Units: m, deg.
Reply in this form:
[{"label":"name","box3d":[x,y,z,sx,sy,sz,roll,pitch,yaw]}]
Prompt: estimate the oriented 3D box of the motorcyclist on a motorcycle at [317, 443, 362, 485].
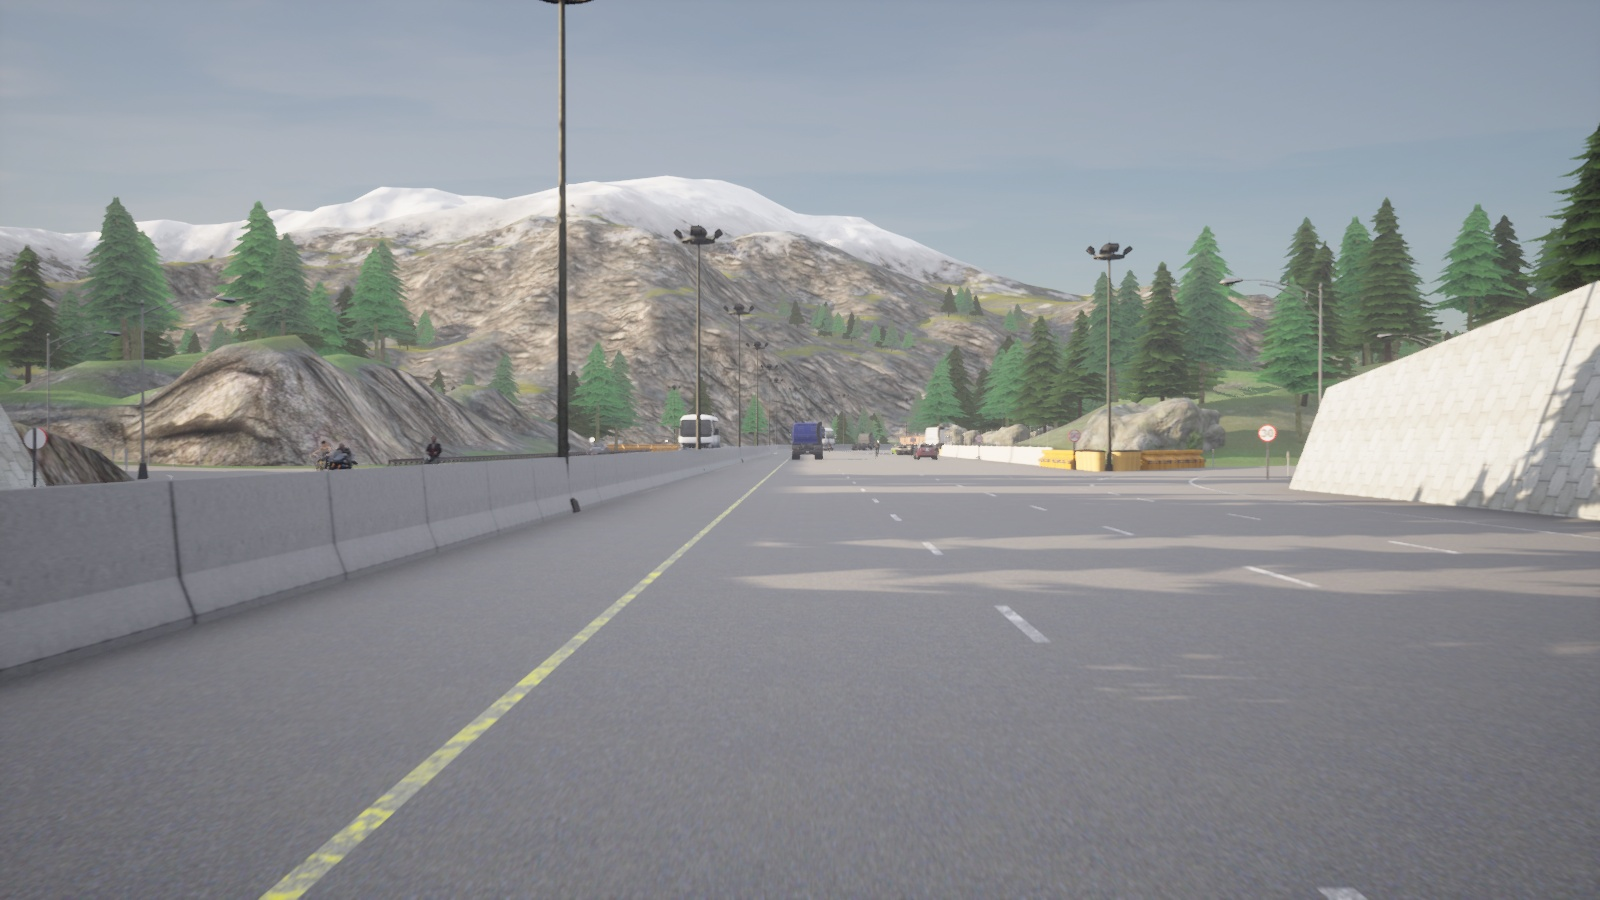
[{"label":"motorcyclist on a motorcycle","box3d":[-17.218,0.503,47.010,0.866,1.530,2.191,0,0,0]}]
